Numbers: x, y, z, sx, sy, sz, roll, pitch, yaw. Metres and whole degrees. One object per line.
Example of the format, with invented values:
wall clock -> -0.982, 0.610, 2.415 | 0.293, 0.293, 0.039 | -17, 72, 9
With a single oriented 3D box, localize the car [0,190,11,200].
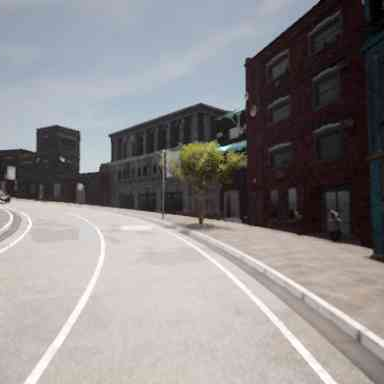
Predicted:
car -> -22.861, 0.461, 38.694 | 4.902, 1.511, 2.128 | 3, -1, 37

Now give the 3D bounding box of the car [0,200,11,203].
car -> -3.796, 1.218, 2.466 | 2.150, 2.045, 5.566 | 0, 1, -3
